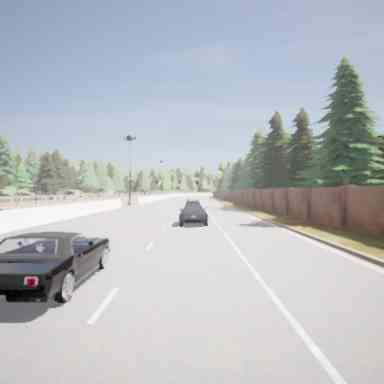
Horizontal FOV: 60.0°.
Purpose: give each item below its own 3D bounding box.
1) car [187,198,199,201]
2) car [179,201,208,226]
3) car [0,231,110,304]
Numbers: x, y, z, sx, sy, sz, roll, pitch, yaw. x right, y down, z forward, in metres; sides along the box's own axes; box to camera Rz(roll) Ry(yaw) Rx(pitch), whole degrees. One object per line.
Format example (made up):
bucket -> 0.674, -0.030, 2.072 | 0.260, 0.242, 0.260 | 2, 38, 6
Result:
car -> 0.107, 1.483, 41.365 | 2.128, 1.511, 4.902 | 0, 0, 0
car -> 0.105, 1.559, 23.522 | 1.994, 1.385, 4.181 | 0, 0, 0
car -> -3.398, 1.599, 8.078 | 1.895, 1.301, 4.718 | 0, 0, 0
